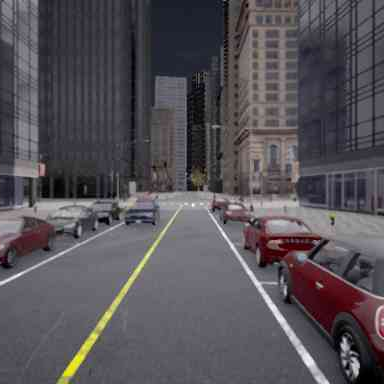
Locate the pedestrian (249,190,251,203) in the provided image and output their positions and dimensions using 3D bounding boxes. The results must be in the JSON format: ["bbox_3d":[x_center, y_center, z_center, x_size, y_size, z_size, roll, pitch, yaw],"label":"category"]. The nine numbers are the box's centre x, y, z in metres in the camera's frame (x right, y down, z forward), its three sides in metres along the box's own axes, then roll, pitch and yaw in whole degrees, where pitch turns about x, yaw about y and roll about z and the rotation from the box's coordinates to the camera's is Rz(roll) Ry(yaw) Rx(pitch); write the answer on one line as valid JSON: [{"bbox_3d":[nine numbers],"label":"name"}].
[{"bbox_3d":[8.283,0.577,47.213,0.375,1.860,0.375,0,0,0],"label":"pedestrian"}]

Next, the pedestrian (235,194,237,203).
[{"bbox_3d":[6.285,0.925,47.820,0.375,1.300,0.375,0,0,0],"label":"pedestrian"}]

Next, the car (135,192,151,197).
[{"bbox_3d":[-5.730,0.910,37.988,2.192,1.841,5.009,0,1,0],"label":"car"}]

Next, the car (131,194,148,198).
[{"bbox_3d":[-5.749,1.171,32.360,1.752,1.417,4.829,0,1,0],"label":"car"}]

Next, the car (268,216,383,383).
[{"bbox_3d":[2.693,1.374,5.204,1.967,1.590,4.097,1,1,0],"label":"car"}]

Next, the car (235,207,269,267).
[{"bbox_3d":[2.708,1.414,10.664,1.887,1.381,4.507,1,1,0],"label":"car"}]

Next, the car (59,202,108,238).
[{"bbox_3d":[-5.799,1.359,16.154,2.008,1.369,4.403,1,1,0],"label":"car"}]

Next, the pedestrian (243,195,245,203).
[{"bbox_3d":[7.282,0.634,46.616,0.375,1.860,0.375,0,0,0],"label":"pedestrian"}]

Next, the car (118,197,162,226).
[{"bbox_3d":[-3.032,1.298,21.616,2.033,1.411,5.357,0,1,0],"label":"car"}]

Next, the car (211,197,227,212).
[{"bbox_3d":[2.776,1.189,32.502,1.887,1.381,4.507,0,1,0],"label":"car"}]

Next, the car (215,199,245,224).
[{"bbox_3d":[2.742,1.332,21.583,1.802,1.307,4.206,0,1,0],"label":"car"}]

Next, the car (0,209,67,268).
[{"bbox_3d":[-5.817,1.451,10.696,1.802,1.307,4.206,1,1,0],"label":"car"}]

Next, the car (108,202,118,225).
[{"bbox_3d":[-5.783,1.316,21.613,1.947,1.339,4.313,1,1,0],"label":"car"}]
